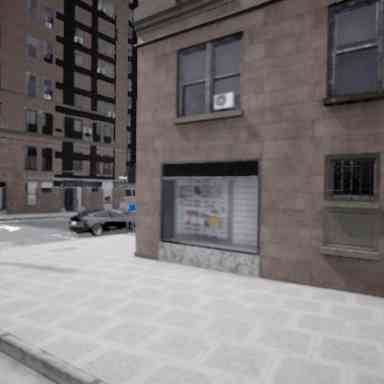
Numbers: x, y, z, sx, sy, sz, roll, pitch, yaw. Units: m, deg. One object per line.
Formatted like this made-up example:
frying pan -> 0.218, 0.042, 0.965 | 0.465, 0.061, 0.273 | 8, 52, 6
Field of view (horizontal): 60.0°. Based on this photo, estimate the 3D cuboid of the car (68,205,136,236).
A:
car -> -4.933, 1.672, 19.007 | 1.947, 1.339, 4.313 | 1, 0, 36

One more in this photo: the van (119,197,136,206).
van -> -5.412, 1.358, 32.910 | 1.690, 1.788, 3.998 | 1, 0, 36
